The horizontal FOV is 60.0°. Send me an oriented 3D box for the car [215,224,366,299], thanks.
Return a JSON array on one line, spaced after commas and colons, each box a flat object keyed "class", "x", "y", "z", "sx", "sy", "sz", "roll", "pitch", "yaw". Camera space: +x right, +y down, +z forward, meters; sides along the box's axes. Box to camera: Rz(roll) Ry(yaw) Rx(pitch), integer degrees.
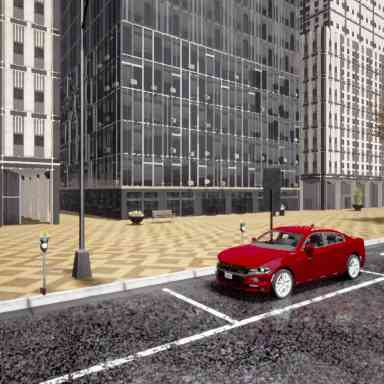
[{"class": "car", "x": 2.606, "y": 1.545, "z": 8.422, "sx": 4.507, "sy": 1.381, "sz": 1.887, "roll": 0, "pitch": 0, "yaw": -36}]
